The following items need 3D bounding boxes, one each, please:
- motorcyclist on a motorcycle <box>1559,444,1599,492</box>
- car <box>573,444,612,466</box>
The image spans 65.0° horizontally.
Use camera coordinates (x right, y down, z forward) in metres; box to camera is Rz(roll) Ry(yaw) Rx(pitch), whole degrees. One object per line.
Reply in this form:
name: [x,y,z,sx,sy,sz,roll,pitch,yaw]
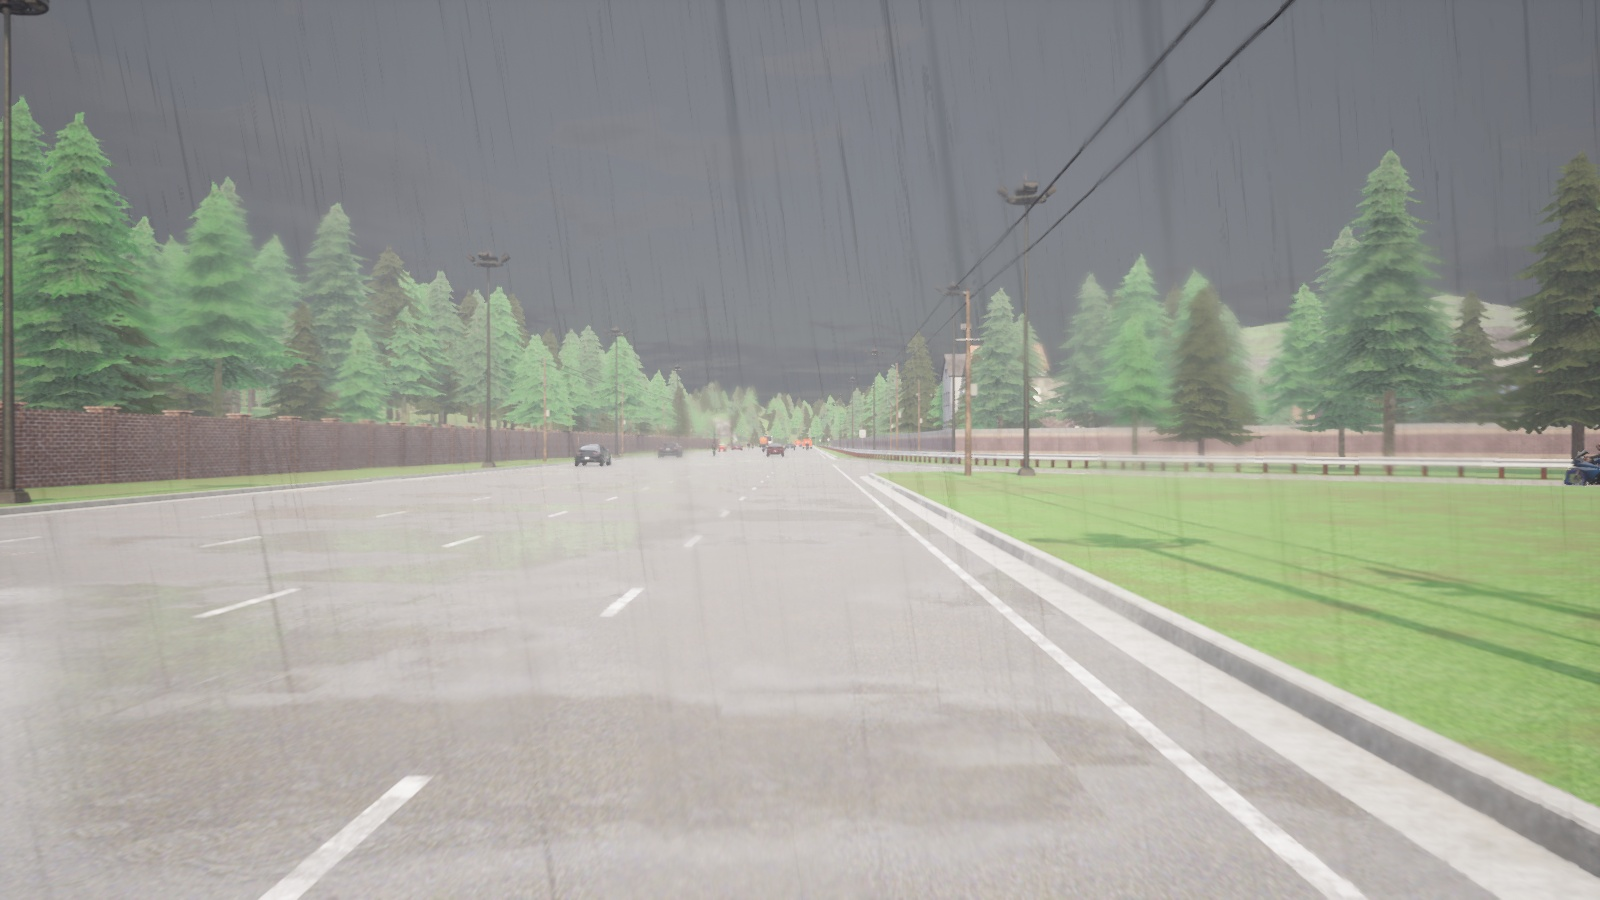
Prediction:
motorcyclist on a motorcycle: [25.708,0.577,40.272,0.866,1.530,2.191,0,0,-42]
car: [-13.513,0.304,81.936,1.812,1.442,4.674,0,0,0]
